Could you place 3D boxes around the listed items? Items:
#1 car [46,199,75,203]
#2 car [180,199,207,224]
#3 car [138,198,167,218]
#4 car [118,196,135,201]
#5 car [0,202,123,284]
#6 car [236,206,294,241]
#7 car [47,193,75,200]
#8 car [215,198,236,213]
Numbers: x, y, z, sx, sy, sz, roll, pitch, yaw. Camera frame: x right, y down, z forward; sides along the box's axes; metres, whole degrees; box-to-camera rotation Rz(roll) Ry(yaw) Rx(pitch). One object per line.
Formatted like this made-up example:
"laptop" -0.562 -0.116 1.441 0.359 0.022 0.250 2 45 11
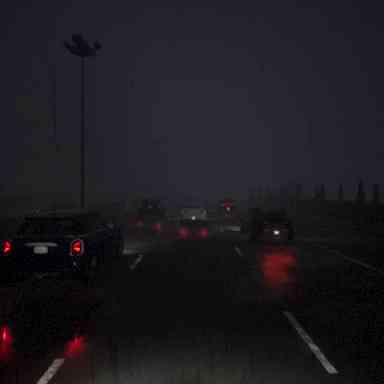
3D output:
"car" -10.602 1.524 26.545 1.895 1.301 4.718 0 0 0
"car" 0.094 1.457 23.875 1.812 1.442 4.674 0 0 0
"car" -3.408 1.268 29.299 2.097 1.767 4.553 0 0 0
"car" -12.649 1.482 64.621 1.895 1.301 4.718 0 0 9
"car" -3.403 1.324 9.618 2.097 1.767 4.553 0 0 0
"car" 3.594 1.457 16.558 1.837 1.490 4.892 0 0 0
"car" -17.563 1.095 44.806 2.150 2.045 5.566 0 0 1
"car" 3.591 1.404 35.303 1.837 1.490 4.892 0 0 0
